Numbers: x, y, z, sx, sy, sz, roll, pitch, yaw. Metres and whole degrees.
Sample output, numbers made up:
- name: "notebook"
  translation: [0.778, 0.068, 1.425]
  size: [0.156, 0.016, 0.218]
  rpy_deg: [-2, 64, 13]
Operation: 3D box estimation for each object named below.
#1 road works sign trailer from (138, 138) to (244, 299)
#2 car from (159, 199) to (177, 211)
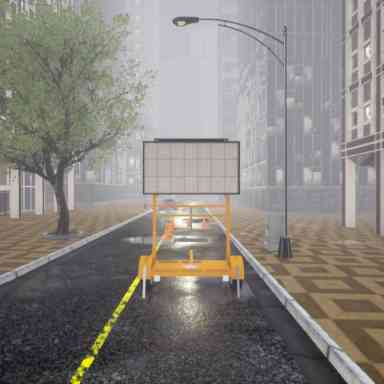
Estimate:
- name: "road works sign trailer"
  translation: [-0.018, 0.463, 8.393]
  size: [2.380, 3.560, 2.880]
  rpy_deg: [0, 0, 0]
- name: "car"
  translation: [-2.841, 1.555, 41.047]
  size: [1.812, 1.442, 4.674]
  rpy_deg: [0, 0, 0]
